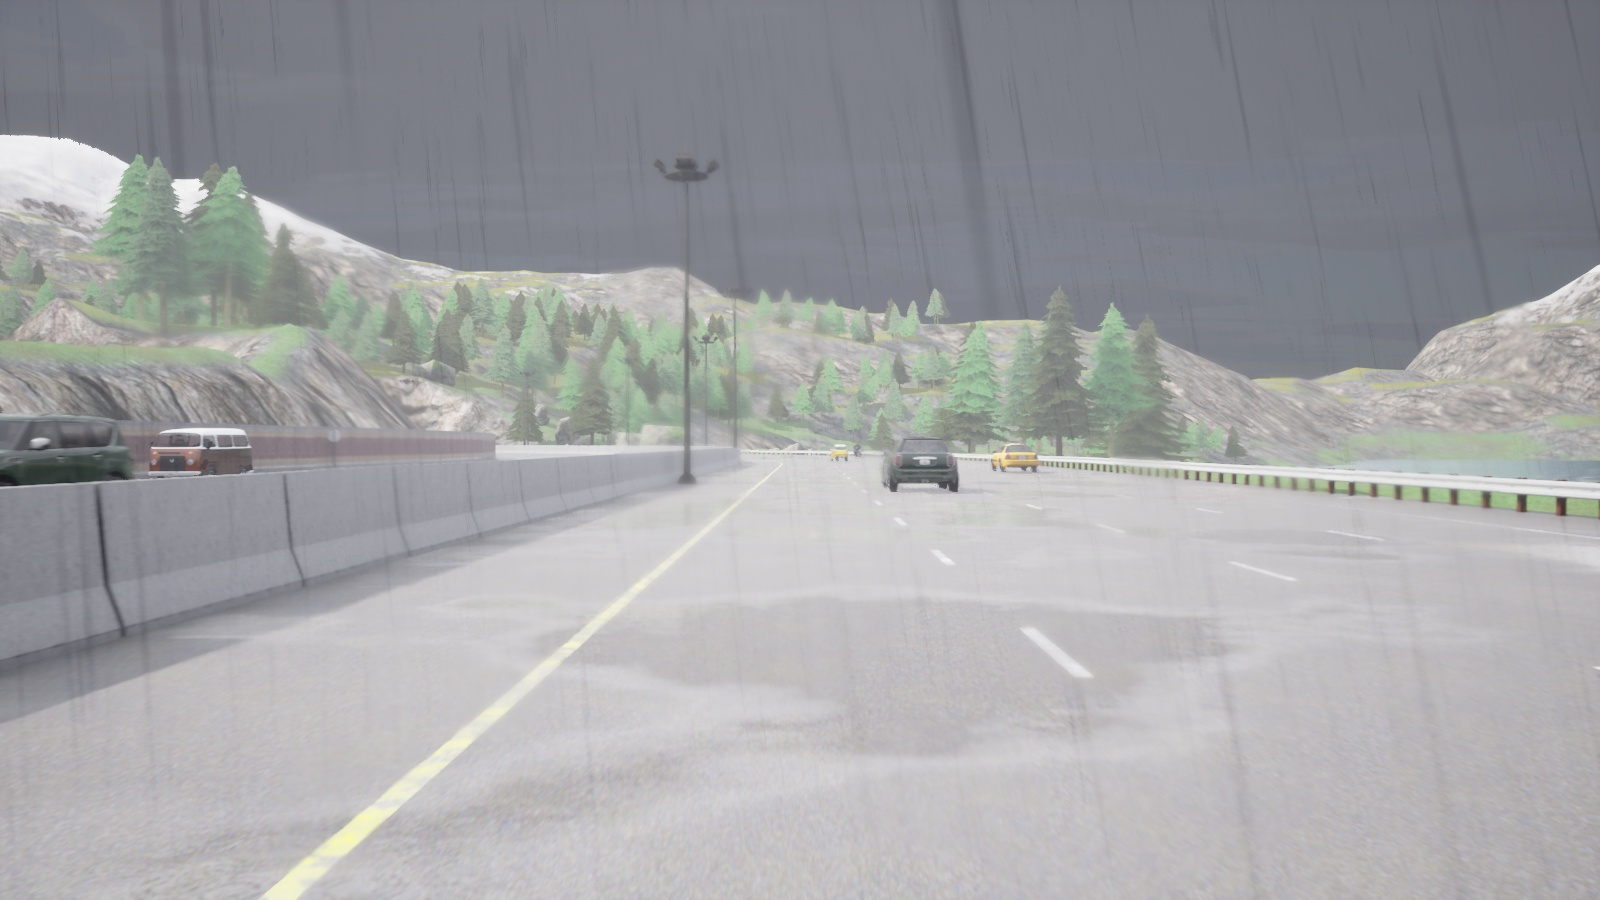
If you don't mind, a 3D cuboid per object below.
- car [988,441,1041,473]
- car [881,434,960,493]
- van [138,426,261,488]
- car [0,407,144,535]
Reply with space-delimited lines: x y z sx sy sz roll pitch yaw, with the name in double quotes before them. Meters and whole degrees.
"car" 10.884 0.334 63.975 1.801 1.575 5.366 0 0 0
"car" 3.746 0.383 39.887 2.097 1.767 4.553 0 0 0
"van" -20.734 0.208 43.587 2.069 2.038 4.480 0 0 0
"car" -13.860 0.334 21.689 2.150 2.045 5.566 0 0 0
